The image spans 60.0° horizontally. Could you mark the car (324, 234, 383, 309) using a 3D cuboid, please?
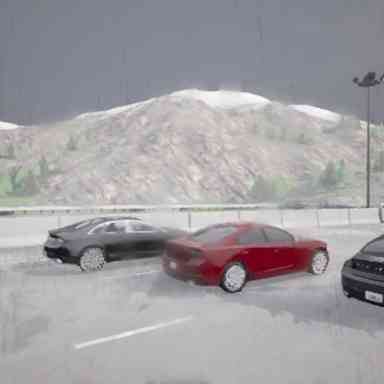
[{"bbox_3d":[5.224,1.580,7.113,4.892,1.490,1.837,0,0,-32],"label":"car"}]

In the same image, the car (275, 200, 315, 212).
[{"bbox_3d":[13.444,1.814,43.301,4.892,1.490,1.837,1,0,-24],"label":"car"}]

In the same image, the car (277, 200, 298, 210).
[{"bbox_3d":[12.362,1.881,39.026,4.718,1.301,1.895,1,0,-24],"label":"car"}]

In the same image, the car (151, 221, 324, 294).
[{"bbox_3d":[1.643,1.532,8.985,5.008,1.535,1.882,0,0,-34],"label":"car"}]

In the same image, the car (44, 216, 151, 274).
[{"bbox_3d":[-2.096,1.528,10.706,4.902,1.511,2.128,0,0,-34],"label":"car"}]

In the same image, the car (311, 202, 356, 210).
[{"bbox_3d":[14.213,1.862,32.172,4.718,1.301,1.895,1,0,-25],"label":"car"}]

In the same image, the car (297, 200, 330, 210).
[{"bbox_3d":[14.341,1.773,36.053,4.902,1.511,2.128,1,0,-24],"label":"car"}]
